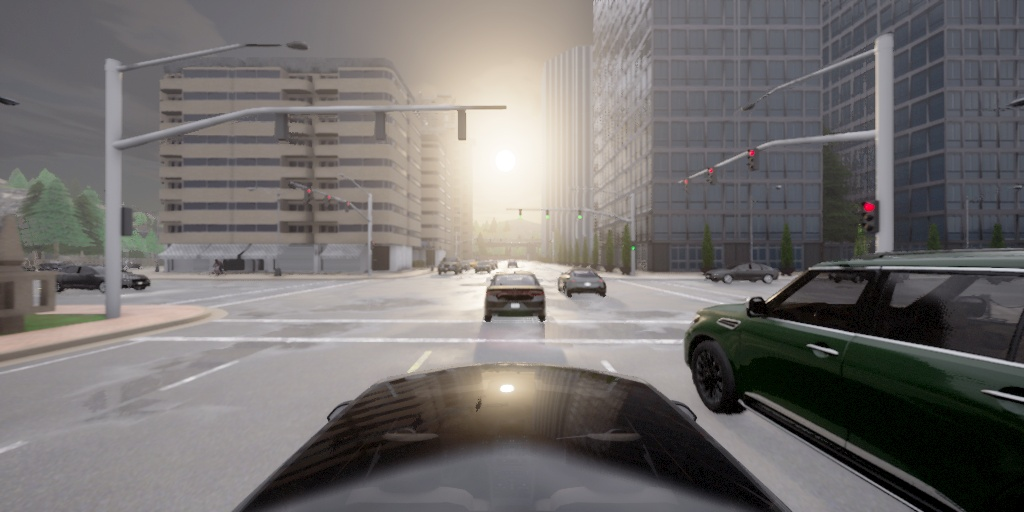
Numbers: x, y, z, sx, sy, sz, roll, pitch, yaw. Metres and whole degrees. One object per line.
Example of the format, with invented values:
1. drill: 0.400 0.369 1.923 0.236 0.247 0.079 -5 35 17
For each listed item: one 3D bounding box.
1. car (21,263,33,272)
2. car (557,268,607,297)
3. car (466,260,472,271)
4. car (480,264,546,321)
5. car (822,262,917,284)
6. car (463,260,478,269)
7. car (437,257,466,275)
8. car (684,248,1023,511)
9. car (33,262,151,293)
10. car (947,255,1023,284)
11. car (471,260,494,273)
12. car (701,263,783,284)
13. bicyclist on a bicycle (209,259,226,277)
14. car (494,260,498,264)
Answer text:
1. car: -50.969 1.395 36.704 1.895 1.301 4.718 0 0 -41
2. car: 3.598 1.318 19.025 1.994 1.385 4.181 0 0 0
3. car: -7.078 1.392 51.266 1.837 1.490 4.892 0 0 0
4. car: 0.094 1.235 12.616 1.882 1.535 5.008 0 0 0
5. car: 26.342 1.253 26.542 4.902 1.511 2.128 0 0 0
6. car: -7.012 1.393 61.268 1.882 1.535 5.008 0 0 0
7. car: -7.093 1.083 41.563 2.150 2.045 5.566 0 0 0
8. car: 3.598 0.974 2.862 2.150 2.045 5.566 0 0 -1
9. car: -22.908 1.251 19.899 4.892 1.490 1.837 0 0 3
10. car: 36.220 0.982 26.483 5.566 2.045 2.150 0 0 0
11. car: -3.591 1.374 44.931 1.837 1.490 4.892 0 0 0
12. car: 16.979 1.267 26.601 4.892 1.490 1.837 0 0 0
13. bicyclist on a bicycle: -26.078 1.080 31.792 0.582 1.620 1.656 0 0 7
14. car: -3.564 1.387 54.271 2.128 1.511 4.902 0 0 0
